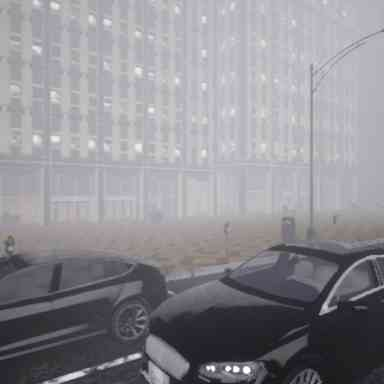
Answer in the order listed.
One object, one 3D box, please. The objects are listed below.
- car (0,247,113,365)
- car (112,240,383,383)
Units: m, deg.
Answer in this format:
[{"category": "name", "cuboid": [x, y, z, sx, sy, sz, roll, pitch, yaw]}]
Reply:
[{"category": "car", "cuboid": [-2.394, 1.567, 4.854, 4.313, 1.339, 1.947, 0, 0, -36]}, {"category": "car", "cuboid": [1.679, 1.494, 4.570, 4.902, 1.511, 2.128, 0, 0, -35]}]
